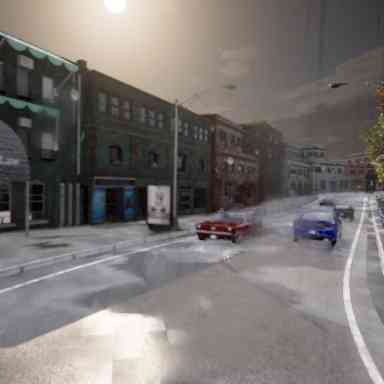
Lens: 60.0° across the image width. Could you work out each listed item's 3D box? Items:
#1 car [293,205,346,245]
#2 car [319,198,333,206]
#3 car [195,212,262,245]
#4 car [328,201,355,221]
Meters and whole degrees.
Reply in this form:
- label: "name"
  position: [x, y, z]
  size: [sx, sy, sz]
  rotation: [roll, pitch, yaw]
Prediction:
- label: "car"
  position: [6.483, 1.667, 16.937]
  size: [1.882, 1.535, 5.008]
  rotation: [2, 0, 28]
- label: "car"
  position: [21.595, 1.714, 53.280]
  size: [1.895, 1.301, 4.718]
  rotation: [2, 3, 29]
- label: "car"
  position: [1.921, 1.653, 16.226]
  size: [1.895, 1.301, 4.718]
  rotation: [2, 0, 27]
- label: "car"
  position: [15.311, 1.967, 33.638]
  size: [1.882, 1.535, 5.008]
  rotation: [2, 0, 28]
